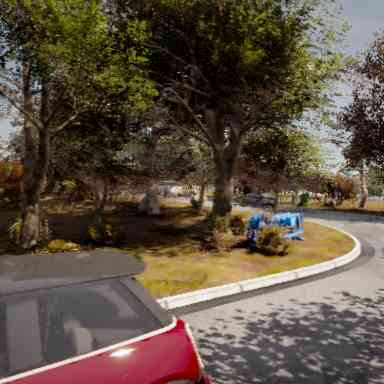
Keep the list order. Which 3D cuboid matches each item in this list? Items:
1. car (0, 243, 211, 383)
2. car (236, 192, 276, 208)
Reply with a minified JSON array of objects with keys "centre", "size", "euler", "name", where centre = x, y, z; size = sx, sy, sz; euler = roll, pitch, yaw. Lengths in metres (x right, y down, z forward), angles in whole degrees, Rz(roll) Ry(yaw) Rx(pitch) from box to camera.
[{"centre":[-2.097,1.349,2.226],"size":[4.553,1.767,2.097],"euler":[0,0,-36],"name":"car"},{"centre":[6.144,0.712,31.703],"size":[1.994,1.385,4.181],"euler":[2,2,-34],"name":"car"}]
